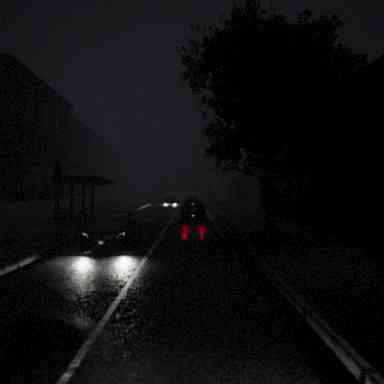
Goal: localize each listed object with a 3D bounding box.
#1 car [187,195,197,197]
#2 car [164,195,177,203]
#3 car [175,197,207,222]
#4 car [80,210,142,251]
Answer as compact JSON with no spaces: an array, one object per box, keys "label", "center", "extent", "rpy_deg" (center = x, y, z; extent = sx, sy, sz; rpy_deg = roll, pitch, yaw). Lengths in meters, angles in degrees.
[{"label":"car","center":[0.044,1.194,42.896],"extent":[1.837,1.490,4.892],"rpy_deg":[0,1,0]},{"label":"car","center":[-3.522,1.169,54.765],"extent":[1.895,1.301,4.718],"rpy_deg":[0,1,0]},{"label":"car","center":[0.077,1.382,25.054],"extent":[2.128,1.511,4.902],"rpy_deg":[0,0,0]},{"label":"car","center":[-3.223,1.501,14.048],"extent":[1.812,1.442,4.674],"rpy_deg":[0,0,0]}]
